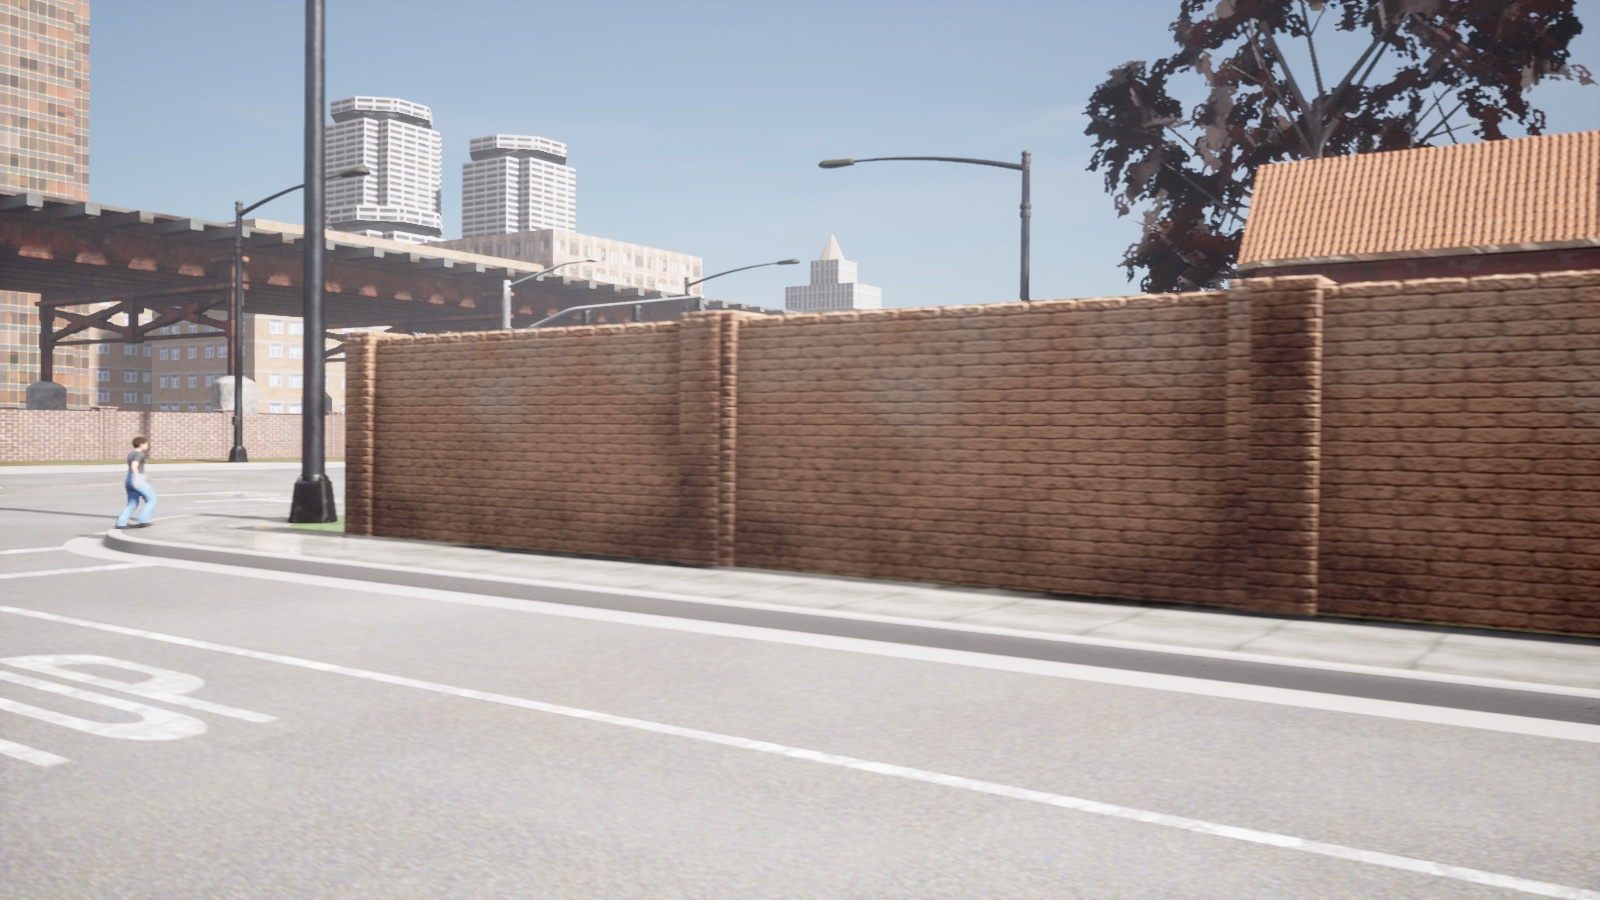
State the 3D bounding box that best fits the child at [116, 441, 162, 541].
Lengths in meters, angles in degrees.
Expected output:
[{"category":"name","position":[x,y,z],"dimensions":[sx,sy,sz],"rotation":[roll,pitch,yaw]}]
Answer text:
[{"category":"child","position":[-8.566,0.521,16.283],"dimensions":[0.270,1.263,0.437],"rotation":[0,1,33]}]
